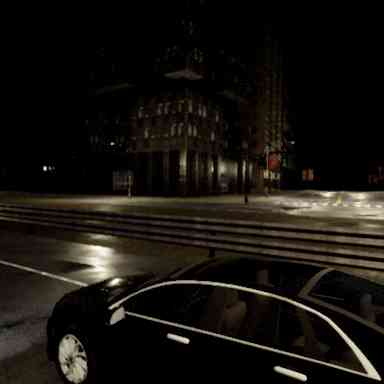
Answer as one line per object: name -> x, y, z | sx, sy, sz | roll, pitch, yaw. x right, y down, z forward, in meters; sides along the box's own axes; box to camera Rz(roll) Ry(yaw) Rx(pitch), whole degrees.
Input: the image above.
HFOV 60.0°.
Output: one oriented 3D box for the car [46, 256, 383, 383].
car -> 0.405, 1.481, 3.562 | 4.892, 1.490, 1.837 | 1, 1, 35
